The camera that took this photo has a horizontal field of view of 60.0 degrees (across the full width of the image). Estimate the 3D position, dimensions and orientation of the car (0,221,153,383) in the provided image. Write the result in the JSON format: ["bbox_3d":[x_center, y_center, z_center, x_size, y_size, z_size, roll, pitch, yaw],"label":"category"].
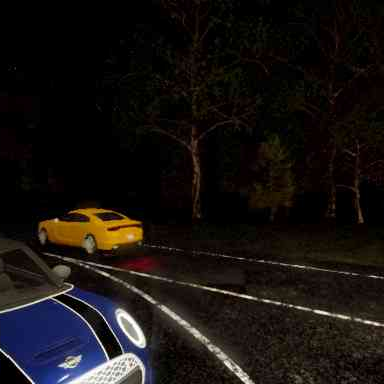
[{"bbox_3d":[-2.596,1.338,3.735,4.553,1.767,2.097,1,0,35],"label":"car"}]

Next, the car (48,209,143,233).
[{"bbox_3d":[-4.154,1.421,13.200,5.008,1.535,1.882,0,0,37],"label":"car"}]
